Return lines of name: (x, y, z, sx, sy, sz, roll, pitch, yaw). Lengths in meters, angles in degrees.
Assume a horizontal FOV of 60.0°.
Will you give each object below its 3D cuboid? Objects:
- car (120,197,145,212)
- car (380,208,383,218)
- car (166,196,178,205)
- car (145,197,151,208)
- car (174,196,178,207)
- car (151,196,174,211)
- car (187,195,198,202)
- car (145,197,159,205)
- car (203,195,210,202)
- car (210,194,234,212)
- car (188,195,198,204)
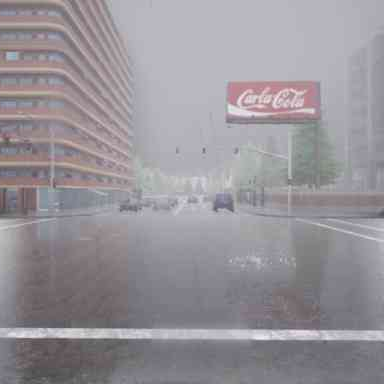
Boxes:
car: (-7.058, 1.486, 38.755, 1.882, 1.535, 5.008, 0, 0, 0)
car: (16.289, 1.226, 23.202, 5.566, 2.045, 2.150, 0, 0, 0)
car: (-3.523, 1.490, 59.317, 1.882, 1.535, 5.008, 0, 0, 0)
car: (-7.049, 1.502, 48.222, 2.128, 1.511, 4.902, 0, 0, 0)
car: (-3.540, 1.574, 49.165, 1.994, 1.385, 4.181, 0, 0, 1)
car: (-3.552, 1.534, 40.405, 1.812, 1.442, 4.674, 0, 0, 0)
car: (0.062, 1.542, 78.718, 2.128, 1.511, 4.902, 0, 0, -6)
car: (-7.021, 1.613, 59.073, 1.895, 1.301, 4.718, 0, 0, 0)
car: (3.558, 1.371, 74.008, 2.097, 1.767, 4.553, 0, 0, 0)
car: (3.631, 1.230, 39.525, 2.150, 2.045, 5.566, 0, 0, 0)
car: (0.152, 1.504, 65.509, 2.128, 1.511, 4.902, 0, 0, 0)
